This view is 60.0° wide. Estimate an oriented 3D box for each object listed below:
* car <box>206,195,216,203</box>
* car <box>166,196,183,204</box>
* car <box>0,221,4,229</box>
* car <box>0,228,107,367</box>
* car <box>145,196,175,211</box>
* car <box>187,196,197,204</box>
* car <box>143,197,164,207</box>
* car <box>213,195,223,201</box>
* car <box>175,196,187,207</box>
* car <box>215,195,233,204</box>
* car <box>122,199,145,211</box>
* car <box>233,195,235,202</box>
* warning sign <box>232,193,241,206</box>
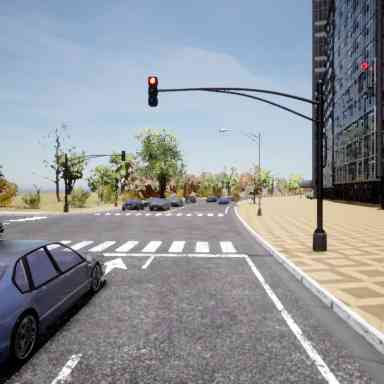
[{"bbox_3d":[4.199,1.559,70.833,1.994,1.385,4.181,0,0,12],"label":"car"},{"bbox_3d":[-3.422,1.553,65.816,2.033,1.411,5.357,0,0,11],"label":"car"},{"bbox_3d":[-11.789,1.560,17.031,5.357,1.411,2.033,-1,0,33],"label":"car"},{"bbox_3d":[-3.036,1.547,5.722,2.033,1.411,5.357,0,0,1],"label":"car"},{"bbox_3d":[-3.923,1.547,41.486,2.033,1.411,5.357,0,0,7],"label":"car"},{"bbox_3d":[-0.274,1.511,65.013,1.837,1.490,4.892,0,0,11],"label":"car"},{"bbox_3d":[-5.871,1.548,51.375,2.033,1.411,5.357,0,0,8],"label":"car"},{"bbox_3d":[6.319,1.392,80.540,1.812,1.442,4.674,0,0,14],"label":"car"},{"bbox_3d":[-2.539,1.550,51.694,2.033,1.411,5.357,0,0,8],"label":"car"},{"bbox_3d":[6.272,1.559,63.876,2.033,1.411,5.357,0,0,11],"label":"car"},{"bbox_3d":[-7.210,1.563,41.211,1.994,1.385,4.181,0,0,7],"label":"car"},{"bbox_3d":[9.629,1.546,80.413,2.128,1.511,4.902,0,0,14],"label":"car"},{"bbox_3d":[6.466,1.122,48.263,1.300,1.860,1.060,0,0,8],"label":"warning sign"}]
